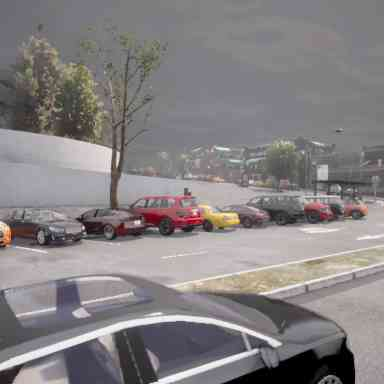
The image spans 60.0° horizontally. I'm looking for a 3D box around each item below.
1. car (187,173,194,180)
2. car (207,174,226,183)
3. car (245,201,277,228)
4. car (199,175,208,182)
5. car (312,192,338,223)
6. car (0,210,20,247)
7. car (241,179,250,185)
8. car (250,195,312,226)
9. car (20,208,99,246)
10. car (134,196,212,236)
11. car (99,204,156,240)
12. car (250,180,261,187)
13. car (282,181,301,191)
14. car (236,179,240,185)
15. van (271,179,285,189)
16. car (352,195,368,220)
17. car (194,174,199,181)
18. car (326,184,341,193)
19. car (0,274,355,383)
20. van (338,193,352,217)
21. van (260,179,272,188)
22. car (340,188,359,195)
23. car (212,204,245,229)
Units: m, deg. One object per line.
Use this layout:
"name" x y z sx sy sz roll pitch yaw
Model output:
"car" 1.613 -4.083 94.512 2.185 1.767 4.553 4 1 33
"car" 6.989 -3.174 87.318 1.946 1.575 5.366 7 3 34
"car" 2.867 1.550 22.226 4.674 1.452 2.002 -1 -1 35
"car" 5.138 -3.697 89.577 2.435 2.045 5.566 7 3 34
"car" 7.807 1.268 25.690 5.566 2.045 2.435 -1 -1 35
"car" -9.389 1.367 13.551 4.553 1.767 2.185 -1 -1 34
"car" 13.839 -2.042 77.347 2.002 1.452 4.674 7 4 35
"car" 5.294 1.264 23.984 5.566 2.045 2.435 -1 -1 35
"car" -6.923 1.495 15.277 4.892 1.521 2.231 -1 -1 35
"car" -2.059 1.249 18.770 5.566 2.045 2.435 -1 -1 35
"car" -4.503 1.525 17.024 4.792 1.488 2.163 -1 -1 35
"car" 15.671 -1.810 75.027 1.946 1.575 5.366 7 3 35
"car" 20.736 -0.991 67.463 2.231 1.521 4.892 7 3 35
"car" 12.096 -2.315 79.809 2.002 1.452 4.674 7 3 35
"van" 18.975 -1.489 69.825 1.878 1.987 4.442 7 4 35
"car" 12.754 1.405 29.111 4.553 1.767 2.185 -1 -1 35
"car" 3.343 -3.849 92.043 2.185 1.767 4.553 6 3 34
"car" 25.947 -0.424 60.079 2.435 2.045 5.566 7 3 35
"car" -0.582 1.492 2.714 4.902 1.511 2.128 0 0 -36
"van" 10.345 1.298 27.360 4.442 1.987 1.878 -1 -1 35
"van" 17.246 -1.762 72.296 1.878 1.987 4.442 7 4 35
"car" 27.639 0.138 57.607 2.002 1.452 4.674 7 3 35
"car" 0.261 1.504 20.598 5.366 1.575 1.946 -1 -1 35
